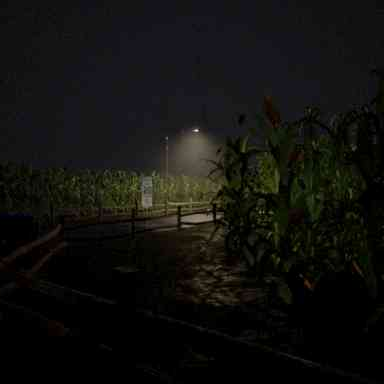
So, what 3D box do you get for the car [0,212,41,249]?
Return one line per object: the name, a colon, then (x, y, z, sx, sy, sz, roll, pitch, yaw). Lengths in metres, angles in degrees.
car: (-8.463, 1.197, 12.007, 2.150, 2.045, 5.566, 0, 1, 36)
